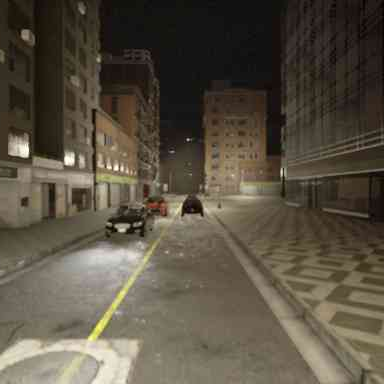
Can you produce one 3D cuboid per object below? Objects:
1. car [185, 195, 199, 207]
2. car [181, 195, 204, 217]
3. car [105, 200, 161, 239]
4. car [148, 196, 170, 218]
[{"bbox_3d":[0.026,1.150,45.896,1.812,1.442,4.674,0,1,0],"label":"car"},{"bbox_3d":[0.041,1.296,29.515,1.882,1.535,5.008,0,1,0],"label":"car"},{"bbox_3d":[-3.035,1.396,16.924,2.128,1.511,4.902,0,0,0],"label":"car"},{"bbox_3d":[-3.047,1.180,28.312,2.097,1.767,4.553,0,1,0],"label":"car"}]
